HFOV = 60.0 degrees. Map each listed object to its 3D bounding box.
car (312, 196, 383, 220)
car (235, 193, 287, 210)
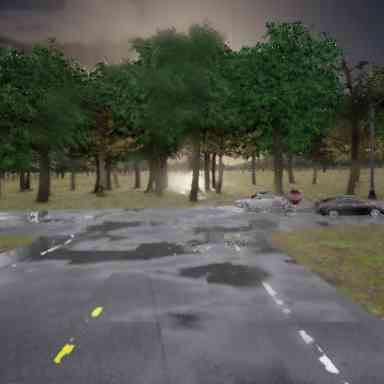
[{"bbox_3d":[11.084,1.075,23.665,4.892,1.490,1.837,-1,4,0],"label":"car"},{"bbox_3d":[6.323,0.841,30.650,4.674,1.442,1.812,-2,3,0],"label":"car"}]
